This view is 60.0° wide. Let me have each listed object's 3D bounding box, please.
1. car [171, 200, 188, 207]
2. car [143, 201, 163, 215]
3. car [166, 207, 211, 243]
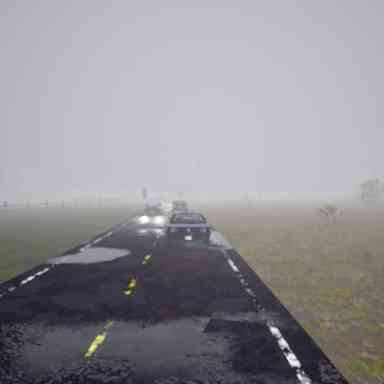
[{"bbox_3d":[-1.392,1.610,37.316,2.033,1.411,5.357,0,0,-4],"label":"car"},{"bbox_3d":[-4.023,1.652,34.530,1.895,1.301,4.718,0,0,-4],"label":"car"},{"bbox_3d":[-0.212,1.620,16.036,1.895,1.301,4.718,0,0,-2],"label":"car"}]
